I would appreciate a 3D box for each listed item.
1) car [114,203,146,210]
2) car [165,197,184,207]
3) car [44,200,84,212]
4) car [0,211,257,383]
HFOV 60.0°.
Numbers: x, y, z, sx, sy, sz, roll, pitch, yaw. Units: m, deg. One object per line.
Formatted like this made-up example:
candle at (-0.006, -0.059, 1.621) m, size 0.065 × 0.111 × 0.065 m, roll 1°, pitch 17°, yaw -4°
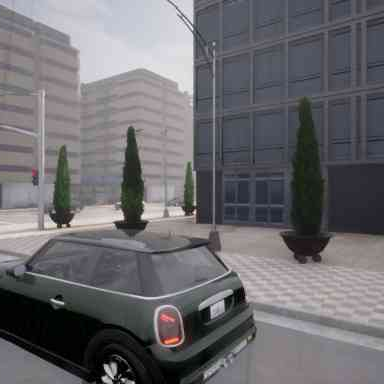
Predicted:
car at (-8.168, 1.581, 44.296) m, size 1.812 × 1.442 × 4.674 m, roll 0°, pitch 0°, yaw 35°
car at (-2.220, 1.560, 52.716) m, size 1.837 × 1.490 × 4.892 m, roll 0°, pitch 0°, yaw 35°
car at (-14.062, 1.560, 35.955) m, size 1.837 × 1.490 × 4.892 m, roll 0°, pitch 0°, yaw 35°
car at (-1.439, 1.352, 5.018) m, size 4.553 × 1.767 × 2.097 m, roll 0°, pitch 0°, yaw 35°
